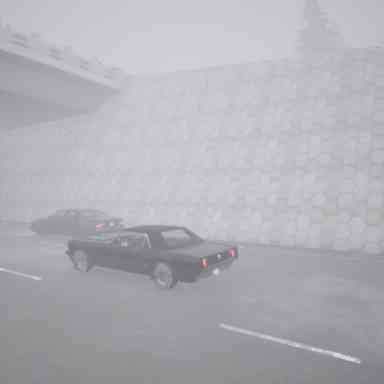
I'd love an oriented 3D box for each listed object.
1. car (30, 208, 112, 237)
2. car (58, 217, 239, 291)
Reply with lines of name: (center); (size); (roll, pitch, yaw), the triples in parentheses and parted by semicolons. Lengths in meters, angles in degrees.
car: (-5.627, 1.488, 16.141); (5.357, 1.411, 2.033); (0, 0, 34)
car: (-1.261, 1.557, 8.929); (4.718, 1.301, 1.895); (0, 0, 34)
